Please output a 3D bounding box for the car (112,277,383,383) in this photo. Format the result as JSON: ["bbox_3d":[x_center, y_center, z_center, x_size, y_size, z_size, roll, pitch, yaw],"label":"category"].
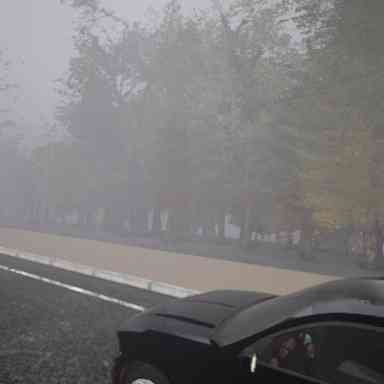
[{"bbox_3d":[1.481,1.477,2.622,5.008,1.535,1.882,1,0,36],"label":"car"}]
